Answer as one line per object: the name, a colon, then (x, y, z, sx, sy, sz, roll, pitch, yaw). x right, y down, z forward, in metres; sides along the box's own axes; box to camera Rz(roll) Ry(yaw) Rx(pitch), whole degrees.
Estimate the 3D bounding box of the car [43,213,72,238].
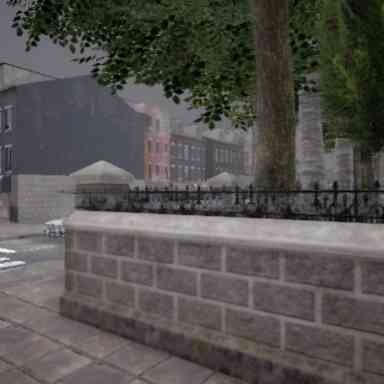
car: (-5.232, 1.504, 17.084, 1.812, 1.442, 4.674, 0, 0, 35)
